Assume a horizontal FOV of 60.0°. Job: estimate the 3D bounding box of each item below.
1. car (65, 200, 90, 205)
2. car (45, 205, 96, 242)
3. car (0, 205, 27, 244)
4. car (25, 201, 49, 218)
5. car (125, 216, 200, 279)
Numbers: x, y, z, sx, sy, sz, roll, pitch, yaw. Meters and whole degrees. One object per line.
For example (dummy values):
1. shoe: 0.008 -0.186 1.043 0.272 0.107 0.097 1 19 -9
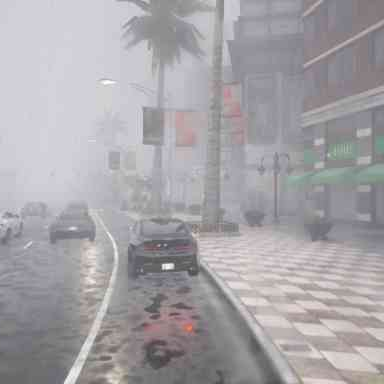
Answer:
1. car: -10.548 1.498 30.680 1.837 1.490 4.892 0 0 -18
2. car: -5.850 1.560 16.472 1.994 1.385 4.181 0 0 -18
3. car: -9.189 1.518 15.422 1.812 1.442 4.674 0 0 -18
4. car: -13.778 1.535 29.291 2.033 1.411 5.357 0 0 -18
5. car: -1.037 1.503 10.202 1.837 1.490 4.892 0 0 -11
